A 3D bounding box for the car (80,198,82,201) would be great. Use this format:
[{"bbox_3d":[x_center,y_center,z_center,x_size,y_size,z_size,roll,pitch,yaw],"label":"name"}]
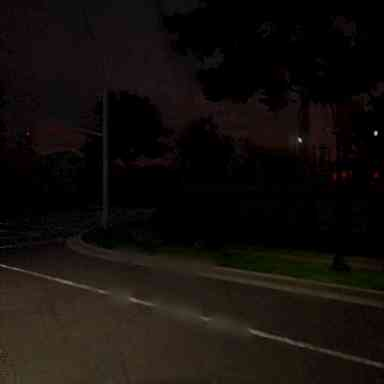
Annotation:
[{"bbox_3d":[-17.991,1.156,49.160,3.806,1.475,1.970,0,0,36],"label":"car"}]
